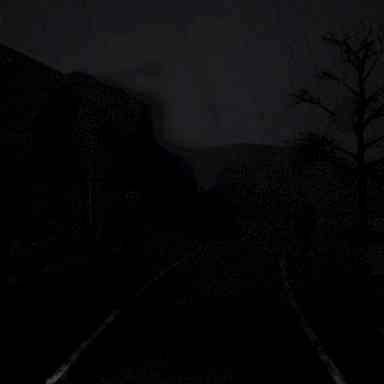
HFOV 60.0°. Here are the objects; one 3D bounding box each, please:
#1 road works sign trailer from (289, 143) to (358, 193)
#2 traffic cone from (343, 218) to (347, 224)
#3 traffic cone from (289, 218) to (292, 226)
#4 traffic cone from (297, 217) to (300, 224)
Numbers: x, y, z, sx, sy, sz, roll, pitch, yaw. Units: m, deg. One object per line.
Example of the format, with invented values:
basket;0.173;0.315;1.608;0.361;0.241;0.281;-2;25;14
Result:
road works sign trailer;8.076;-1.021;20.460;3.560;2.880;2.380;19;42;27
traffic cone;14.407;2.690;31.291;0.340;0.580;0.340;0;-1;37
traffic cone;8.386;2.547;28.336;0.340;0.580;0.340;0;-1;37
traffic cone;9.598;2.590;29.927;0.340;0.580;0.340;0;-1;37
